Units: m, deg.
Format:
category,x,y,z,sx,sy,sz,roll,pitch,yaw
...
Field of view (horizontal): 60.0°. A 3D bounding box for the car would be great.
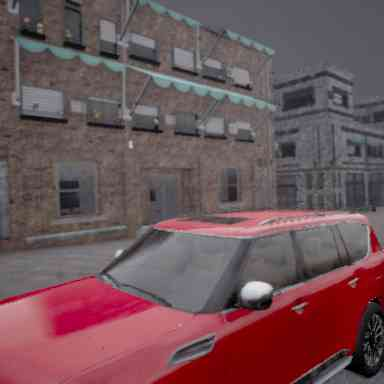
category,x,y,z,sx,sy,sz,roll,pitch,yaw
car,0.419,1.284,3.955,5.566,2.045,2.150,0,-1,-40
